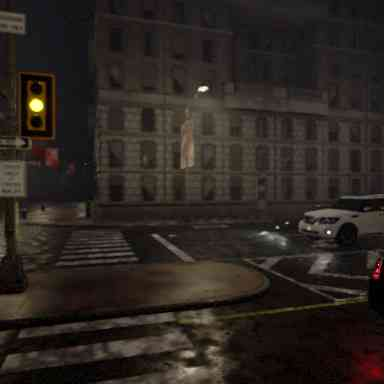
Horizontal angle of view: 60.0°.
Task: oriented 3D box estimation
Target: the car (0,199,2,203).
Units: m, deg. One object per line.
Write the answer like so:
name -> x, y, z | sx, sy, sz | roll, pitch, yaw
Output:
car -> -32.193, 1.374, 52.711 | 2.033, 1.411, 5.357 | 0, 0, -7

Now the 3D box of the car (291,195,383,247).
car -> 7.502, 1.141, 14.578 | 5.566, 2.045, 2.150 | 0, 0, -17

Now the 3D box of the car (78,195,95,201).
car -> -22.291, 1.260, 72.004 | 2.033, 1.411, 5.357 | 0, 0, 25

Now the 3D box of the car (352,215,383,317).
car -> 5.285, 1.319, 5.374 | 4.553, 1.767, 2.097 | 0, 0, -17

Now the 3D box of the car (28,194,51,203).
car -> -28.418, 1.128, 62.060 | 2.097, 1.767, 4.553 | 0, 0, 8

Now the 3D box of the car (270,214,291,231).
car -> 7.002, 1.452, 18.084 | 5.357, 1.411, 2.033 | 0, 0, -16
